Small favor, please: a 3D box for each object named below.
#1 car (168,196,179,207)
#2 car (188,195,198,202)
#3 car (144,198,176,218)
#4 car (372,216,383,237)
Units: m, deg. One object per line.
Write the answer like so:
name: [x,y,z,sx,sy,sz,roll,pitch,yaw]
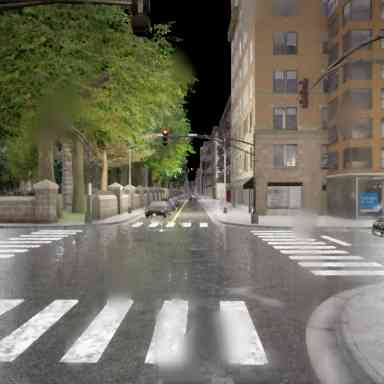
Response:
car: [-3.004,1.465,40.740,1.837,1.490,4.892,0,0,0]
car: [0.198,1.424,70.777,1.812,1.442,4.674,0,0,0]
car: [-3.004,1.526,30.668,2.033,1.411,5.357,0,0,4]
car: [11.003,1.366,15.589,4.553,1.767,2.097,0,0,0]
